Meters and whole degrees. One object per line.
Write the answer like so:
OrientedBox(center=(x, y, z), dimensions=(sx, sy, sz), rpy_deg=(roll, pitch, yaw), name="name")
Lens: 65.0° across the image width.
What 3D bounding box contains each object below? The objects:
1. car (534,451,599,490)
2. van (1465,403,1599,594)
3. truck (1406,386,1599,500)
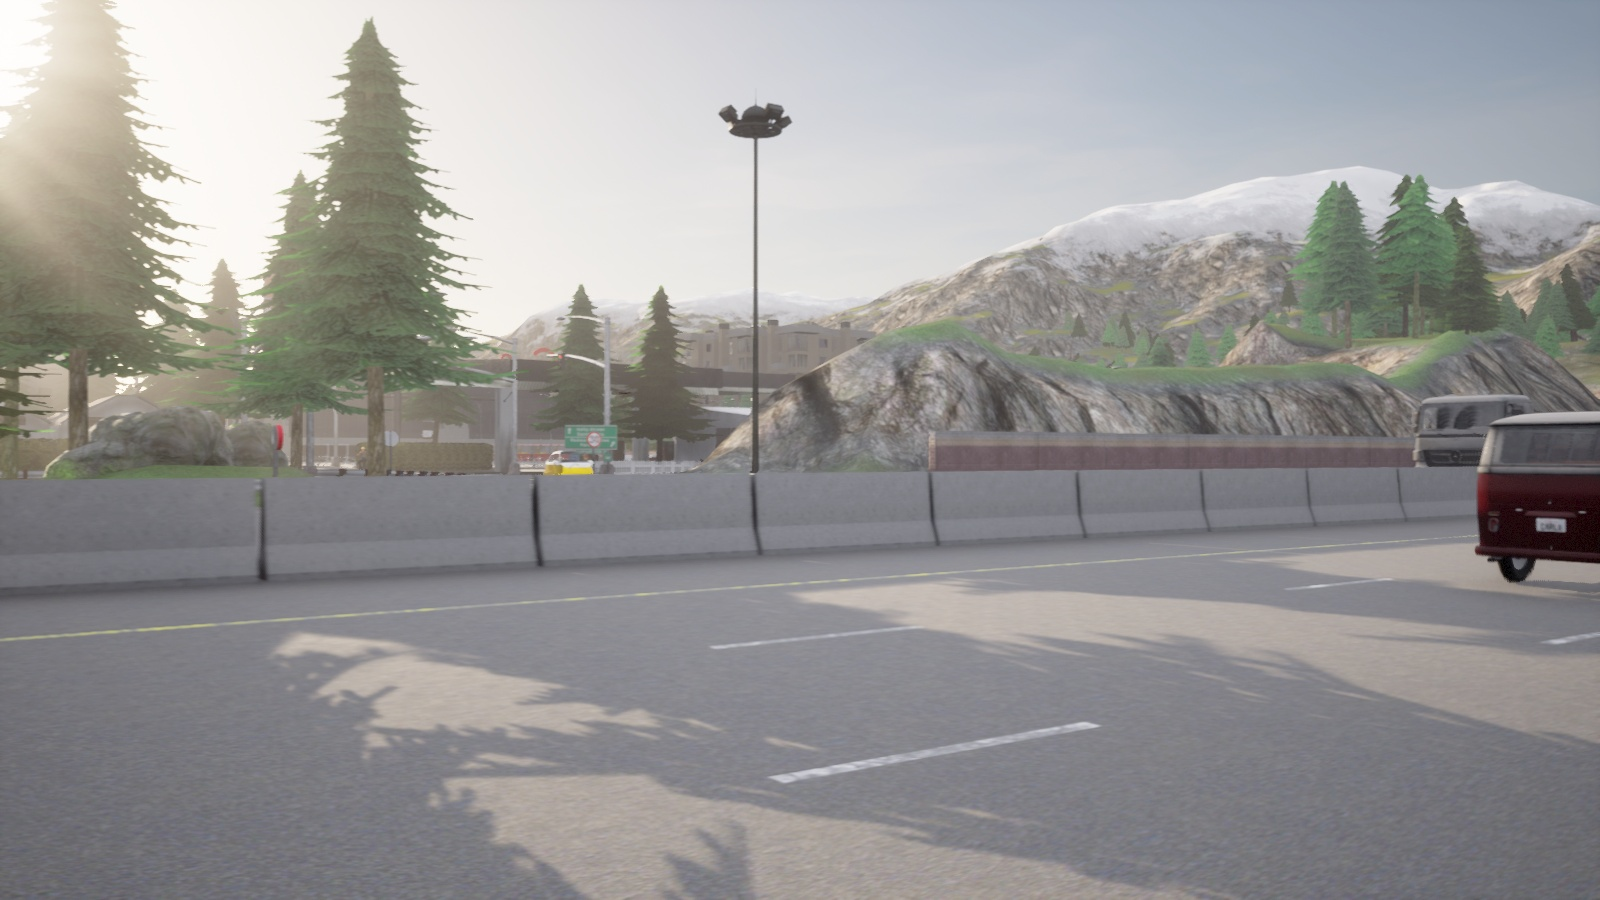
OrientedBox(center=(-8.345, 0.721, 44.767), dimensions=(1.481, 1.376, 2.207), rpy_deg=(0, 0, -35), name="car")
OrientedBox(center=(9.879, 0.505, 14.797), dimensions=(4.442, 1.987, 1.775), rpy_deg=(0, 0, -35), name="van")
OrientedBox(center=(23.540, -0.208, 41.360), dimensions=(7.936, 3.462, 2.891), rpy_deg=(0, 0, -35), name="truck")
